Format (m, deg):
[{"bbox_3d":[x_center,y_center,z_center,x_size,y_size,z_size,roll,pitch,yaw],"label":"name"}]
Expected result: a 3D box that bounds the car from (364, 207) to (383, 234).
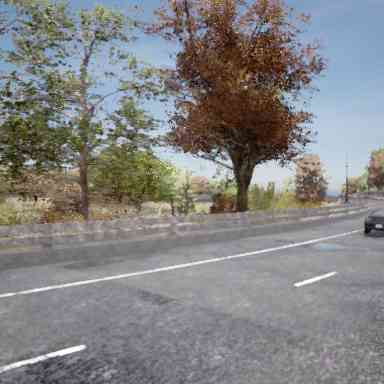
[{"bbox_3d":[11.084,1.571,18.566,1.812,1.442,4.674,0,0,43],"label":"car"}]
